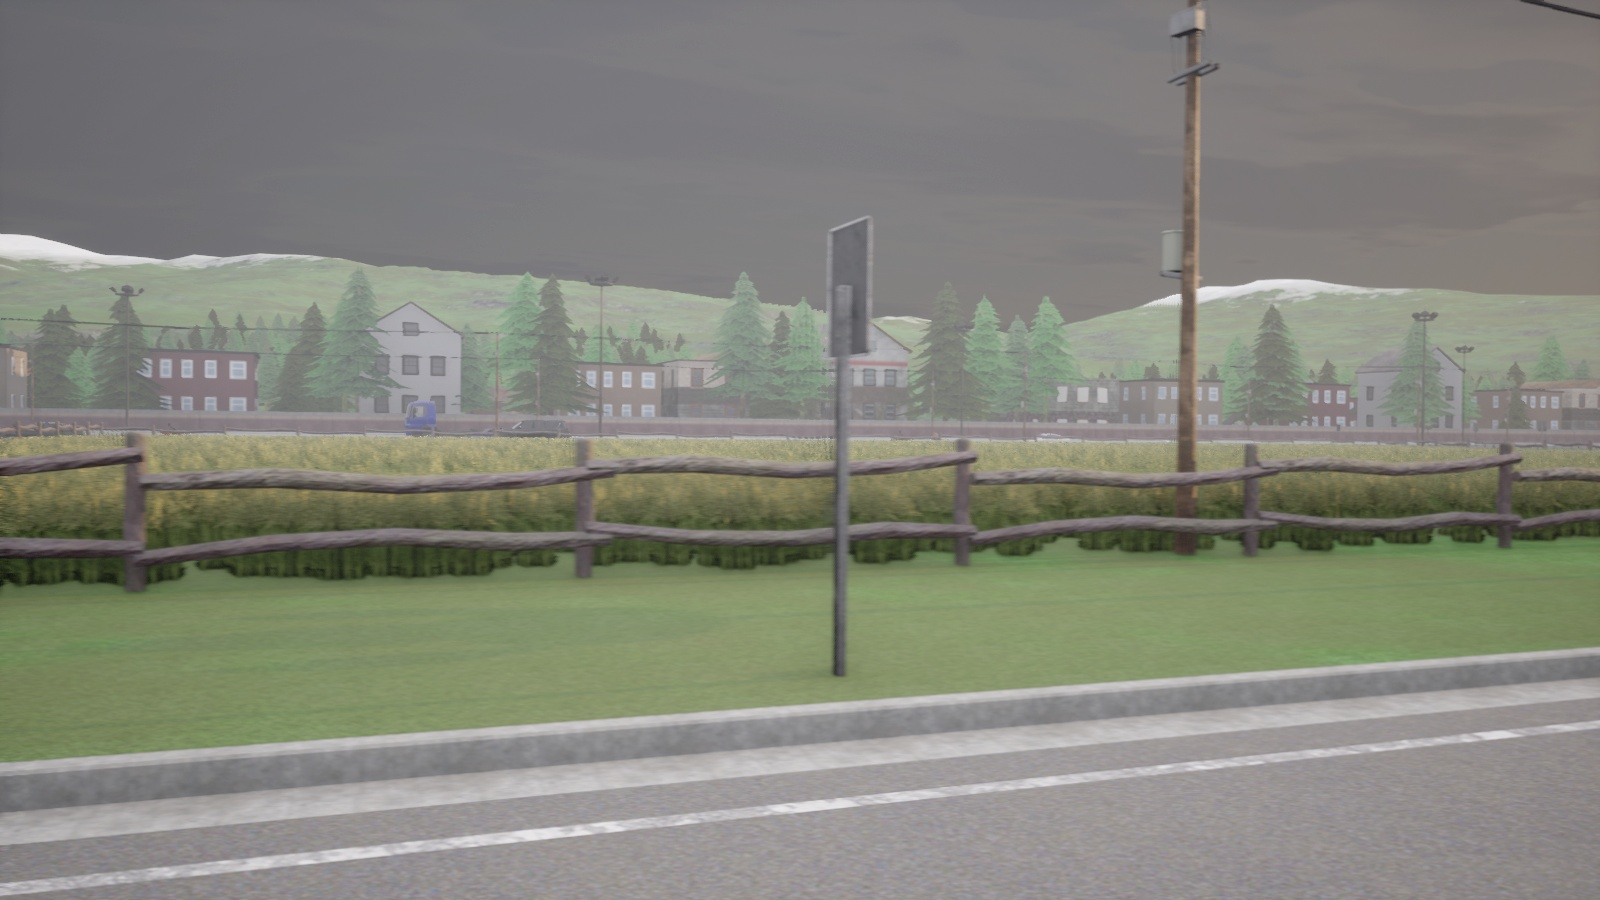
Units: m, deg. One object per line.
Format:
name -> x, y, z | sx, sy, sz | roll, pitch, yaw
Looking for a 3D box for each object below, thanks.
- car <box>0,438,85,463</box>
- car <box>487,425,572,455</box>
car -> -48.872, 0.024, 80.633 | 4.892, 1.490, 1.837 | -1, 1, -21
car -> -18.956, -0.716, 88.095 | 5.566, 2.045, 2.150 | -1, 1, -21
